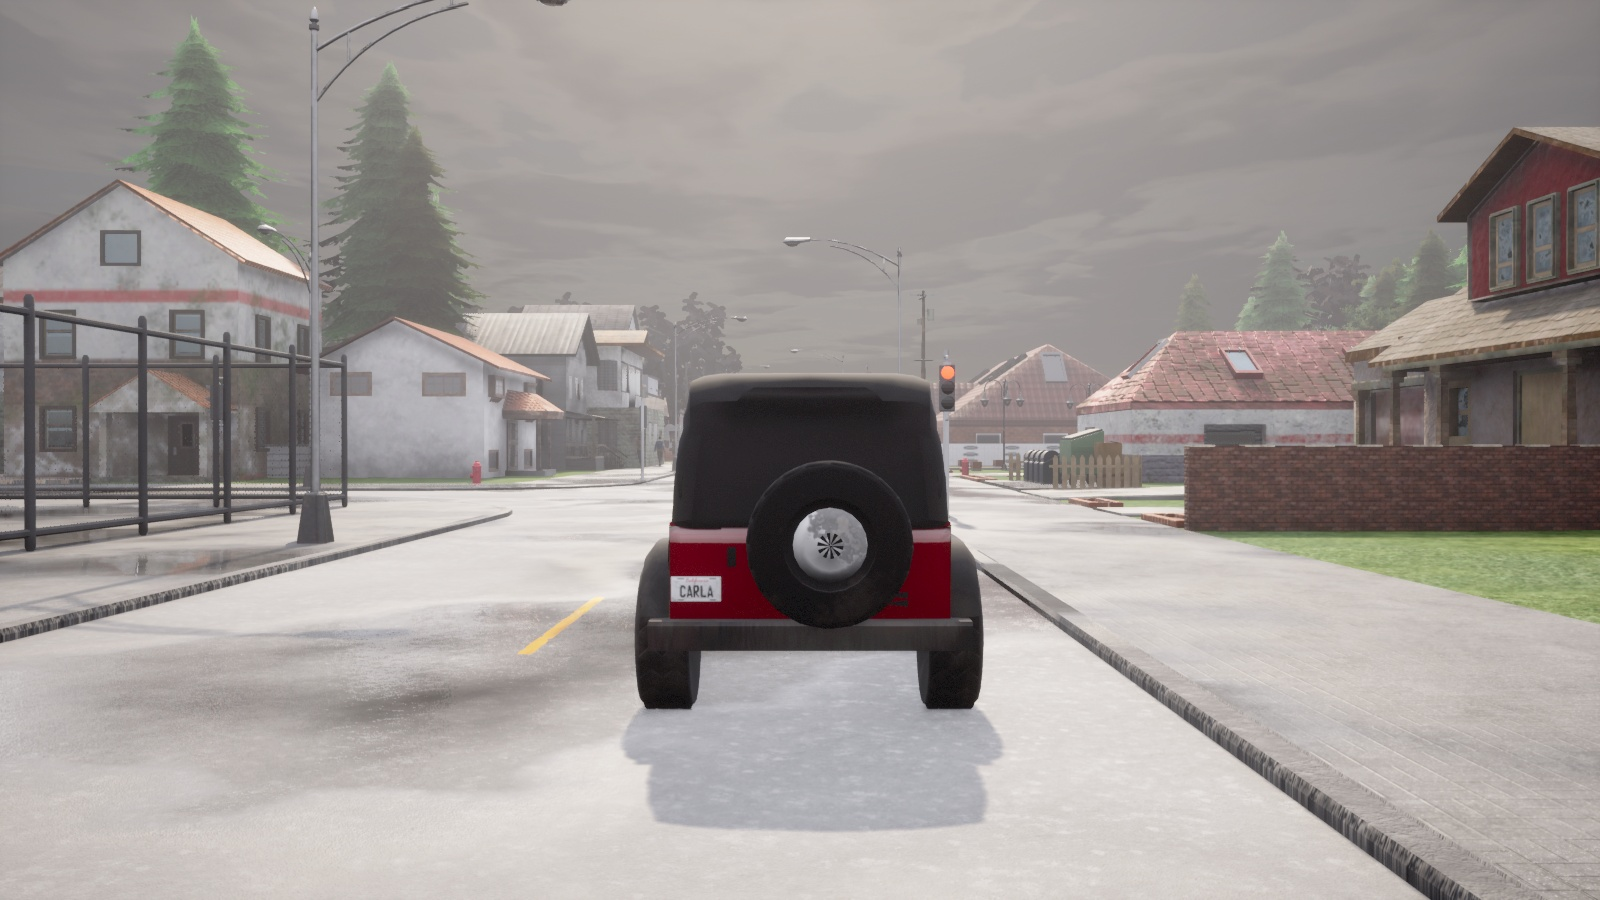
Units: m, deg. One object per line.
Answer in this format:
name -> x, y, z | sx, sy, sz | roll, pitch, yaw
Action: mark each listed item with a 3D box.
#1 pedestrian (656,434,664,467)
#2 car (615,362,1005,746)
pedestrian -> -8.261, 0.031, 74.101 | 0.423, 1.949, 0.788 | 0, 0, 0
car -> 0.055, 0.497, 8.079 | 1.905, 1.878, 3.866 | 0, 0, 0
